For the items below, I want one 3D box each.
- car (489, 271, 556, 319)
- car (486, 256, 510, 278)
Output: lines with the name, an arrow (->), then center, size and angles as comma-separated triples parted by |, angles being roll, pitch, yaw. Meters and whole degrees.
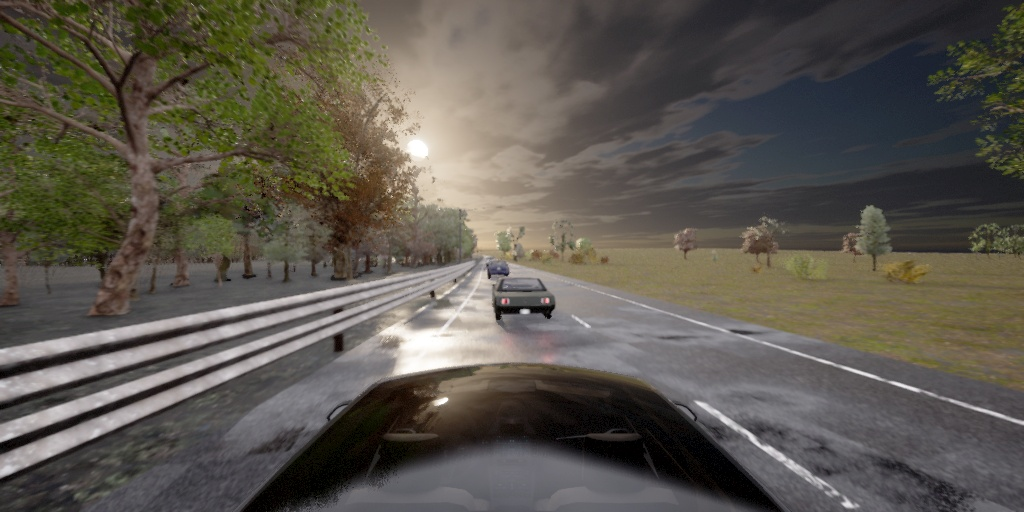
car -> 0.240, 1.384, 12.943 | 1.895, 1.301, 4.718 | 0, 0, -4
car -> -1.389, 1.188, 35.785 | 2.097, 1.767, 4.553 | 0, 0, -4
